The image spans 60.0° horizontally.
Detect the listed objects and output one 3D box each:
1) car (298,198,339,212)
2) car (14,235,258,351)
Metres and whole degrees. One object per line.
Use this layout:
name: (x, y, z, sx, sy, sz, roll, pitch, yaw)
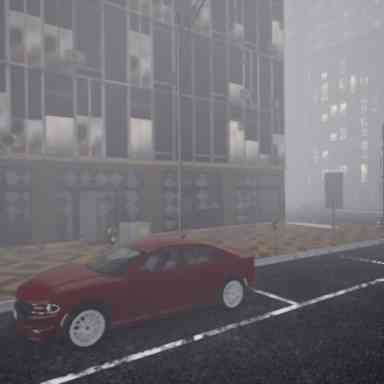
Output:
car: (13.833, 1.355, 36.044, 1.752, 1.417, 4.829, 0, 1, -35)
car: (-0.761, 1.551, 6.190, 4.507, 1.381, 1.887, 0, -1, -35)
